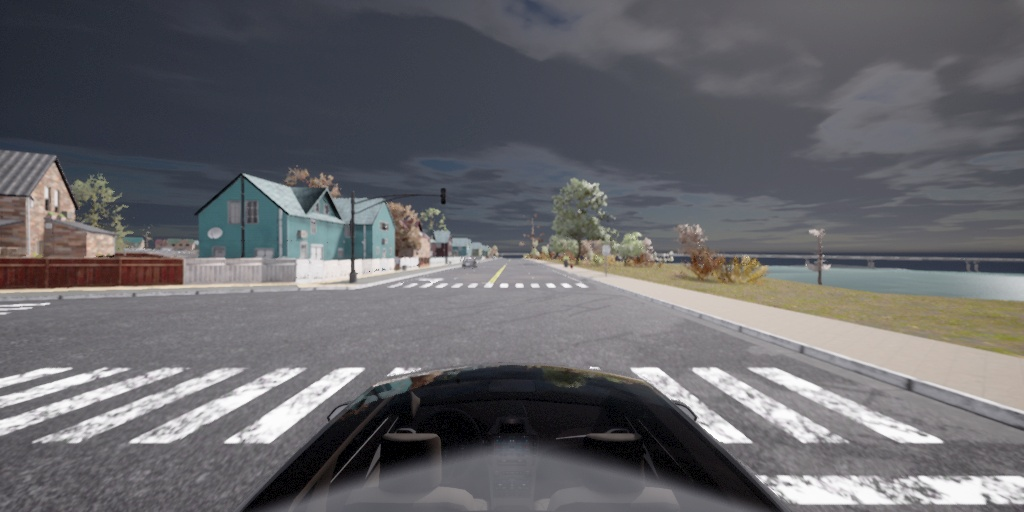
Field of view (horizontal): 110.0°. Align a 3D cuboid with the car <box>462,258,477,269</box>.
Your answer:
[{"bbox_3d":[-6.231,1.060,52.853,2.128,1.511,4.902,0,0,0],"label":"car"}]
